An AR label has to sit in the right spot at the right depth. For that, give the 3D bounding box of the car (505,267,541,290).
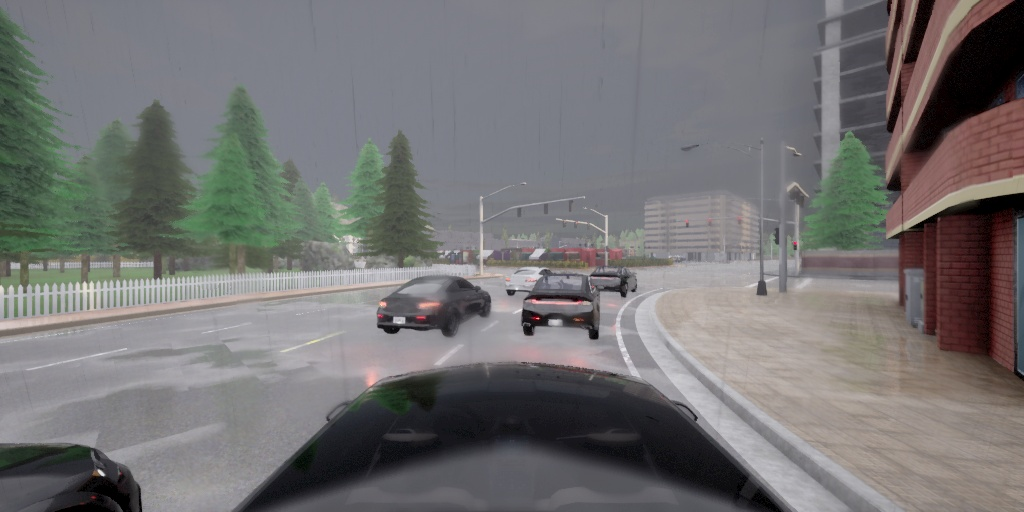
[{"bbox_3d":[1.243,1.276,18.796,1.812,1.442,4.674,0,0,26],"label":"car"}]

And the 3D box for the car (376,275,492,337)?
[{"bbox_3d":[-1.999,1.276,10.294,1.812,1.442,4.674,0,0,13],"label":"car"}]

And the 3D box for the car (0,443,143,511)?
[{"bbox_3d":[-3.170,1.314,0.387,1.994,1.385,4.181,0,0,-2],"label":"car"}]

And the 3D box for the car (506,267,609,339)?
[{"bbox_3d":[1.549,1.242,10.167,2.128,1.511,4.902,0,0,14],"label":"car"}]

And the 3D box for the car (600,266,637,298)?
[{"bbox_3d":[5.320,1.242,18.788,2.128,1.511,4.902,0,0,28],"label":"car"}]
